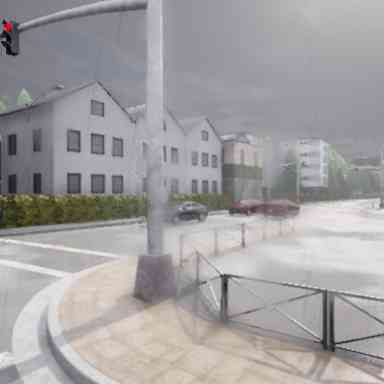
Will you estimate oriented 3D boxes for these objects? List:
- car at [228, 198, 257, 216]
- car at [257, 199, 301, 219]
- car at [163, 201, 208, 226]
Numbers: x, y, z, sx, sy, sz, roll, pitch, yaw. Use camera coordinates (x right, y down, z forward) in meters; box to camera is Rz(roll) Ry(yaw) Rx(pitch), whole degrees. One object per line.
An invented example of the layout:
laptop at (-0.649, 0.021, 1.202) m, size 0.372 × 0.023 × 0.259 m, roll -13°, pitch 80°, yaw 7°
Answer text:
car at (5.118, 1.340, 30.564) m, size 1.882 × 1.535 × 5.008 m, roll 0°, pitch 0°, yaw 35°
car at (7.530, 1.325, 27.761) m, size 1.882 × 1.535 × 5.008 m, roll 0°, pitch 0°, yaw 35°
car at (-0.804, 1.354, 22.207) m, size 2.128 × 1.511 × 4.902 m, roll 0°, pitch 0°, yaw 35°
